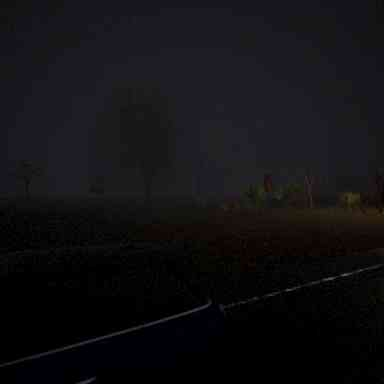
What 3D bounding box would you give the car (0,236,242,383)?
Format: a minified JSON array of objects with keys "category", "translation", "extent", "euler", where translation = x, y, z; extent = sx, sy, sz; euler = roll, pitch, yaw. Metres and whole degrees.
[{"category":"car","translation":[-1.782,1.352,2.721],"extent":[4.553,1.767,2.097],"euler":[0,0,-36]}]
